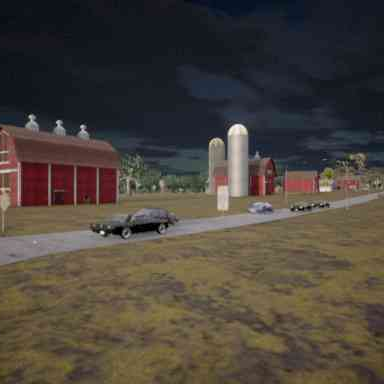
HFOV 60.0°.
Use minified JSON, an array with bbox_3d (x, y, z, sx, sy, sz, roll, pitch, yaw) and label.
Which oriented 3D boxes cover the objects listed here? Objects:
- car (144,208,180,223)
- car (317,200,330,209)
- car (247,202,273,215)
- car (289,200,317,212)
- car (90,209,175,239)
[{"bbox_3d":[-3.067,1.901,24.513,2.033,1.411,5.357,0,-1,35],"label":"car"},{"bbox_3d":[20.428,1.935,52.573,1.895,1.301,4.718,0,0,35],"label":"car"},{"bbox_3d":[8.380,1.932,40.549,1.812,1.442,4.674,0,0,36],"label":"car"},{"bbox_3d":[14.709,1.973,44.450,1.895,1.301,4.718,0,0,36],"label":"car"},{"bbox_3d":[-3.378,1.874,19.166,1.895,1.301,4.718,0,-1,35],"label":"car"}]
